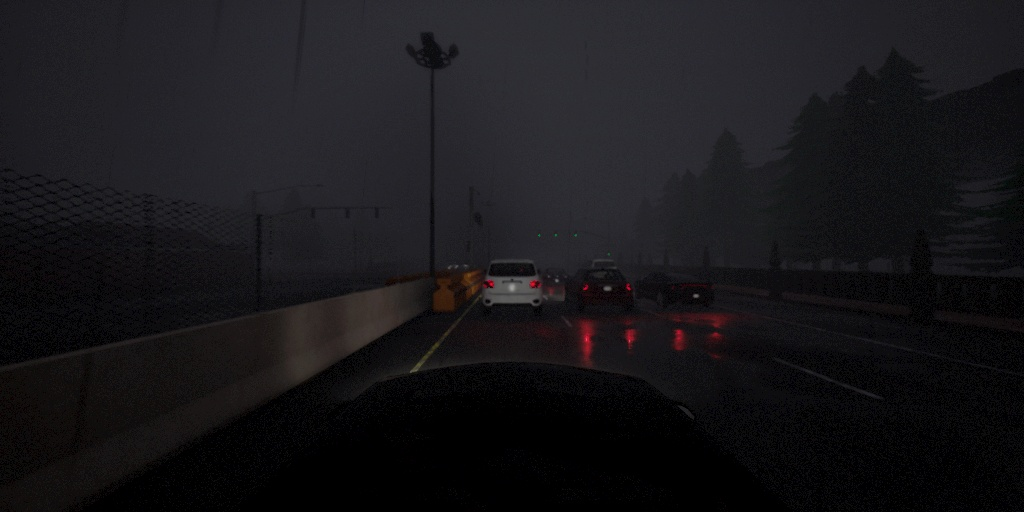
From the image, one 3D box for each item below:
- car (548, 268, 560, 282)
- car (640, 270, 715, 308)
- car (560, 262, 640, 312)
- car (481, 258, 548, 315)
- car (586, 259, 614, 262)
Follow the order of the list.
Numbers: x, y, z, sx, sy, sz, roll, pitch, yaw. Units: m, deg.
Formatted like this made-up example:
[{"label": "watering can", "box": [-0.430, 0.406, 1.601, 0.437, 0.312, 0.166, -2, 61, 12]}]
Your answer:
[{"label": "car", "box": [3.532, 1.657, 30.124, 1.895, 1.301, 4.718, 0, -1, 0]}, {"label": "car", "box": [7.033, 1.383, 16.127, 1.882, 1.535, 5.008, 0, 0, 1]}, {"label": "car", "box": [3.526, 1.248, 15.296, 2.097, 1.767, 4.553, 0, -1, 0]}, {"label": "car", "box": [0.016, 1.112, 14.454, 2.150, 2.045, 5.566, 0, 0, 0]}, {"label": "car", "box": [7.025, 1.273, 29.431, 2.150, 2.045, 5.566, 0, 0, 0]}]
